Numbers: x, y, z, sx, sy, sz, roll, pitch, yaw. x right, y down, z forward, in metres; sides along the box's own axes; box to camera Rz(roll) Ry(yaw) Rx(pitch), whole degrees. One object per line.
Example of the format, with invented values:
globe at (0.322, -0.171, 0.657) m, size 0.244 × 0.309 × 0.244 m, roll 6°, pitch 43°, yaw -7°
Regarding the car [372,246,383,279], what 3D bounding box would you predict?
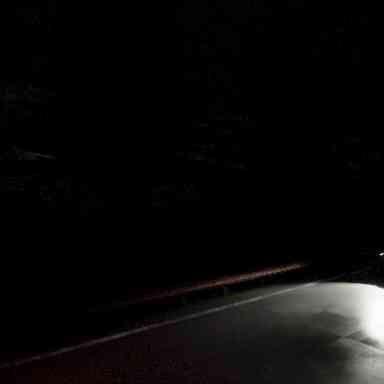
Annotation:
car at (6.530, 1.555, 8.645) m, size 4.181 × 1.385 × 1.994 m, roll 0°, pitch 0°, yaw -36°
